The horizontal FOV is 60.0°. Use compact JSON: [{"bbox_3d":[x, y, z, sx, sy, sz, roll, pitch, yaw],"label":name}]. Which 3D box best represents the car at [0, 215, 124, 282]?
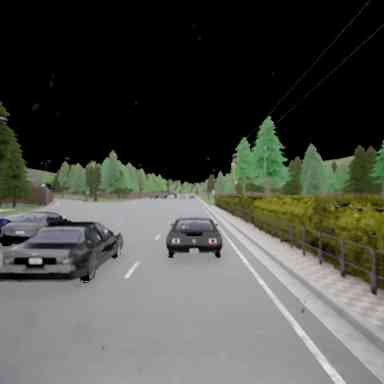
[{"bbox_3d":[-3.430,1.573,9.830,2.033,1.411,5.357,0,0,0],"label":"car"}]

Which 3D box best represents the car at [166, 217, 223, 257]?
[{"bbox_3d":[0.088,1.634,13.078,1.895,1.301,4.718,0,0,0],"label":"car"}]

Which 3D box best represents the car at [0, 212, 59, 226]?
[{"bbox_3d":[-6.906,1.603,15.392,1.994,1.385,4.181,0,0,0],"label":"car"}]
